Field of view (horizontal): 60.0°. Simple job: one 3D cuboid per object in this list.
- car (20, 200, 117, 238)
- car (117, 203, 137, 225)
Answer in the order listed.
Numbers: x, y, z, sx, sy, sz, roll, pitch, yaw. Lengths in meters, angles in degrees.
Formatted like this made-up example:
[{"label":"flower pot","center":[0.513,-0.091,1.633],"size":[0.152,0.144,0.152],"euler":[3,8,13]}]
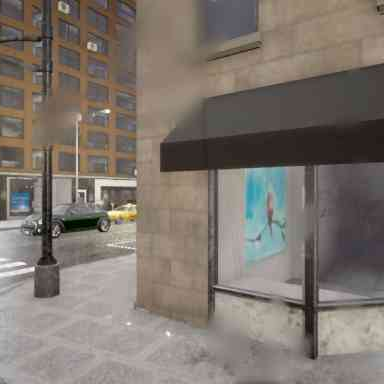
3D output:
[{"label":"car","center":[-6.626,1.366,17.807],"size":[2.097,1.767,4.553],"euler":[0,0,36]},{"label":"car","center":[-4.825,1.548,24.633],"size":[1.752,1.417,4.829],"euler":[0,0,36]}]
